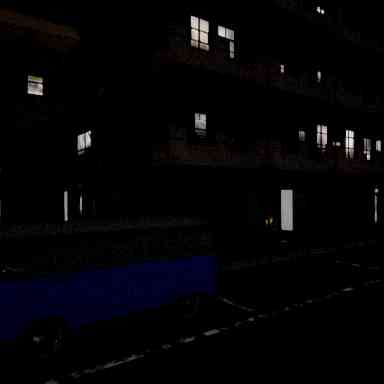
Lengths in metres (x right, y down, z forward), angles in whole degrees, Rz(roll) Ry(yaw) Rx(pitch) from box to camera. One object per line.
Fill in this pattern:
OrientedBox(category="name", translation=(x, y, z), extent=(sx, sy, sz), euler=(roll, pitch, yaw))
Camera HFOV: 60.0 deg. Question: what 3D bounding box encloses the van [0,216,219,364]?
OrientedBox(category="van", translation=(-1.424, 1.341, 5.554), extent=(3.998, 1.788, 1.690), euler=(0, 0, -36))
